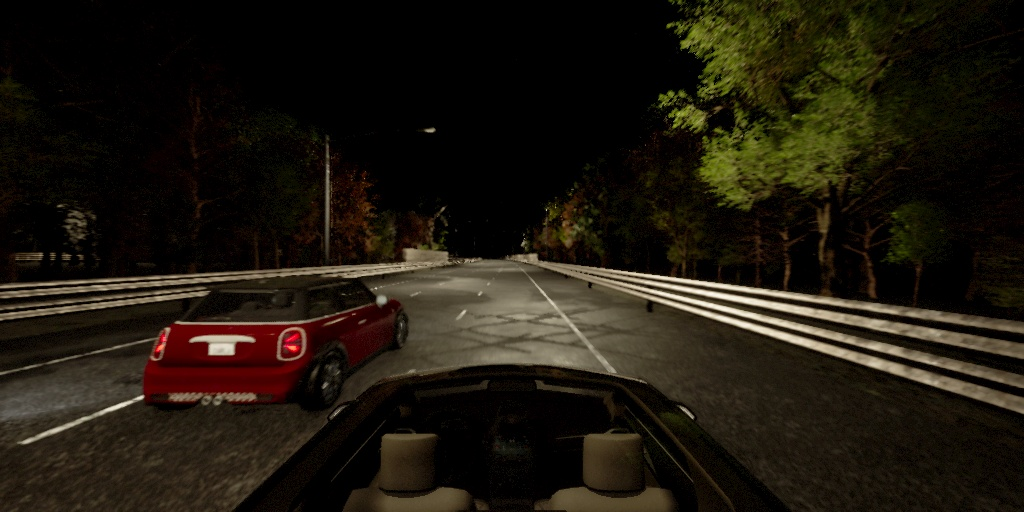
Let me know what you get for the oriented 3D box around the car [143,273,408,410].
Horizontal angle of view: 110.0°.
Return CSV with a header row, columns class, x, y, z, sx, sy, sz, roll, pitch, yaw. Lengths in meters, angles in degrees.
class,x,y,z,sx,sy,sz,roll,pitch,yaw
car,-3.400,1.120,6.328,2.097,1.767,4.553,0,0,0
